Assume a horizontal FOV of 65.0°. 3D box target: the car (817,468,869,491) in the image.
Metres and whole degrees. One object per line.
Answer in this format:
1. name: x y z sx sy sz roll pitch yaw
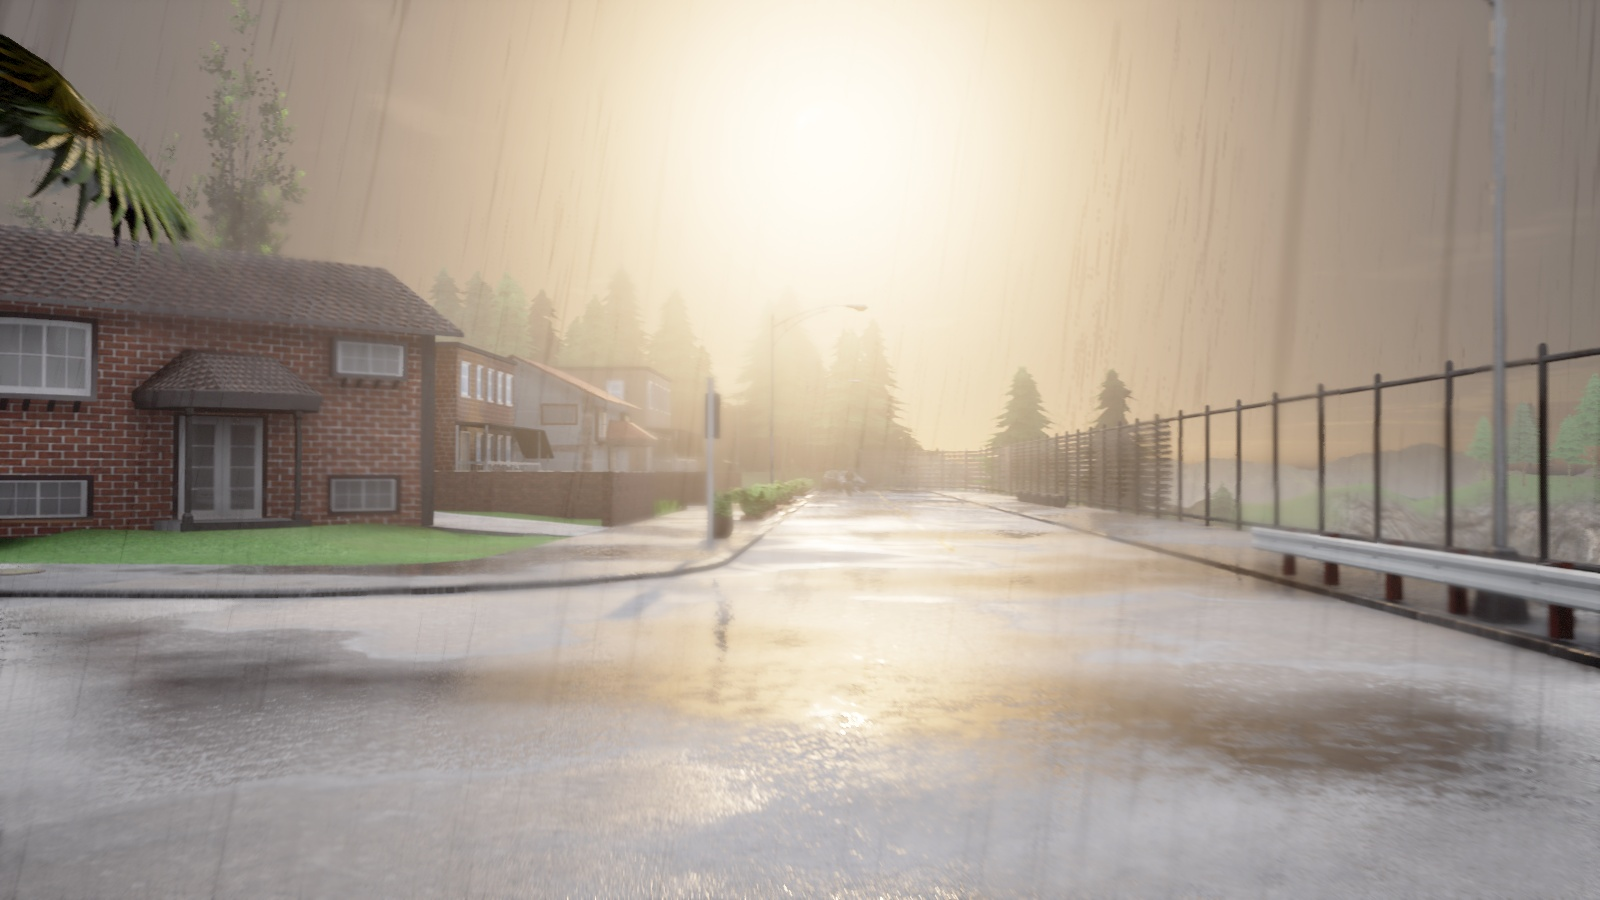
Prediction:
1. car: 3.151 2.214 93.613 2.242 1.667 4.611 0 -1 -21
